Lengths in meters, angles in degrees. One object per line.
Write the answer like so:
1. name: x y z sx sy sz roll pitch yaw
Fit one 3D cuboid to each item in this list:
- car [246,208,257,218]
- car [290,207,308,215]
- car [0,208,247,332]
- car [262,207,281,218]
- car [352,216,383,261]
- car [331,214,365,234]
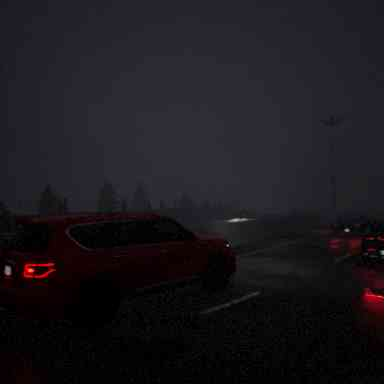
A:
1. car: 7.553 2.874 45.721 1.895 1.301 4.718 -2 -2 23
2. car: 13.508 2.586 41.851 2.033 1.411 5.357 -2 -2 24
3. car: -1.330 1.498 7.754 5.566 2.045 2.150 1 -2 -45
4. car: 10.659 2.692 44.219 1.812 1.442 4.674 -2 -2 23
5. car: 7.854 1.754 12.667 1.837 1.490 4.892 -2 -2 40
6. car: 10.772 2.088 22.234 1.895 1.301 4.718 -2 -2 35
